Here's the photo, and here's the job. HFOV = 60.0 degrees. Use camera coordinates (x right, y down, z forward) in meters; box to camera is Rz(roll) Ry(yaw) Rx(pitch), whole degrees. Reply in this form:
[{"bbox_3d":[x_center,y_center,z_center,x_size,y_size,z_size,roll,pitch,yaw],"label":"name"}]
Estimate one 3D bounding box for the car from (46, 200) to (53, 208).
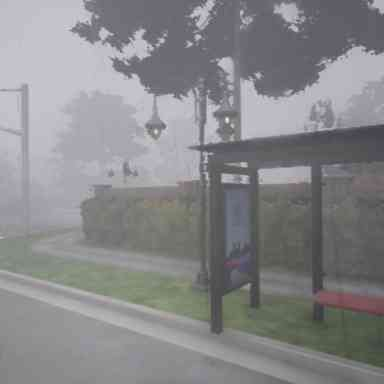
[{"bbox_3d":[-21.695,1.634,47.540,3.806,1.475,1.970,-1,0,36],"label":"car"}]
